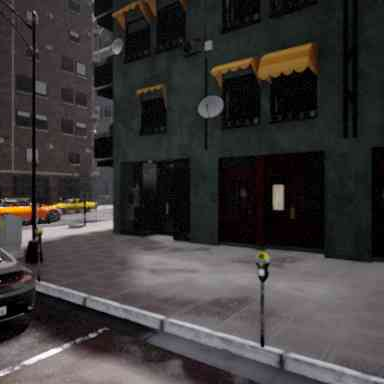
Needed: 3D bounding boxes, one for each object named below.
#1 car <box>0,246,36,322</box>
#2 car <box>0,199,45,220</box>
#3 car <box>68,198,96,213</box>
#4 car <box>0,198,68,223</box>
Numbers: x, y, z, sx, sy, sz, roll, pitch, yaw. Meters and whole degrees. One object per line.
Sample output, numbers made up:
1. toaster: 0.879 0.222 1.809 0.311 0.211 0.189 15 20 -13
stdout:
1. car: -4.639 1.545 6.181 4.403 1.369 2.008 0 0 35
2. car: -14.207 1.327 26.189 2.008 1.369 4.403 1 1 35
3. car: -11.118 1.227 30.614 1.752 1.417 4.829 1 1 35
4. car: -10.644 1.161 21.067 2.097 1.767 4.553 0 1 32
